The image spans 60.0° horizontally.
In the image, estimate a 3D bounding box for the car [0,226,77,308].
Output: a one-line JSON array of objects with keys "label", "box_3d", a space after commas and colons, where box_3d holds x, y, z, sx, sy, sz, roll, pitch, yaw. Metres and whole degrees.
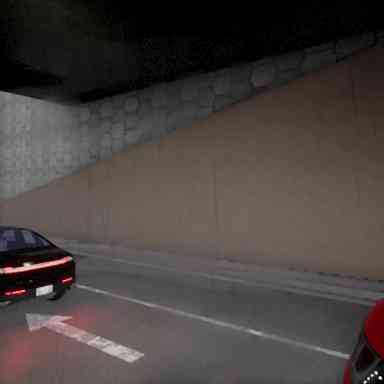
[{"label": "car", "box_3d": [-4.535, 1.499, 7.203, 4.902, 1.511, 2.128, 0, 0, 36]}]

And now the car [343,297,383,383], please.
[{"label": "car", "box_3d": [3.643, 1.219, 1.346, 5.566, 2.045, 2.150, 0, 0, 35]}]
